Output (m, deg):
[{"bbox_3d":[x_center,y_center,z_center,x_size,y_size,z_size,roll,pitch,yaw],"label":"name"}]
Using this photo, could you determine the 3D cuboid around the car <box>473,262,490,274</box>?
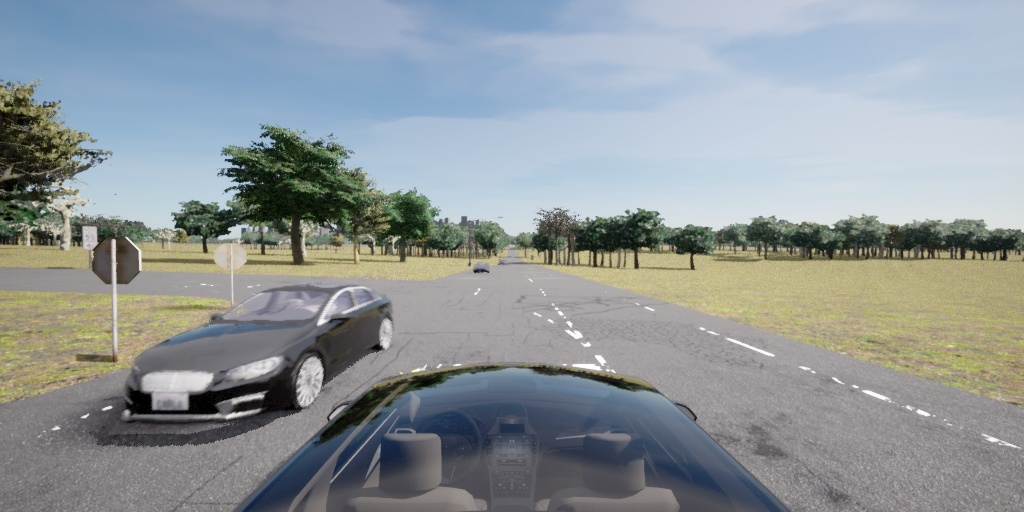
[{"bbox_3d":[-3.687,1.444,43.913,2.033,1.411,5.357,0,0,0],"label":"car"}]

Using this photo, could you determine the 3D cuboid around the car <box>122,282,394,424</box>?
[{"bbox_3d":[-3.539,1.245,6.154,2.128,1.511,4.902,0,0,0],"label":"car"}]
